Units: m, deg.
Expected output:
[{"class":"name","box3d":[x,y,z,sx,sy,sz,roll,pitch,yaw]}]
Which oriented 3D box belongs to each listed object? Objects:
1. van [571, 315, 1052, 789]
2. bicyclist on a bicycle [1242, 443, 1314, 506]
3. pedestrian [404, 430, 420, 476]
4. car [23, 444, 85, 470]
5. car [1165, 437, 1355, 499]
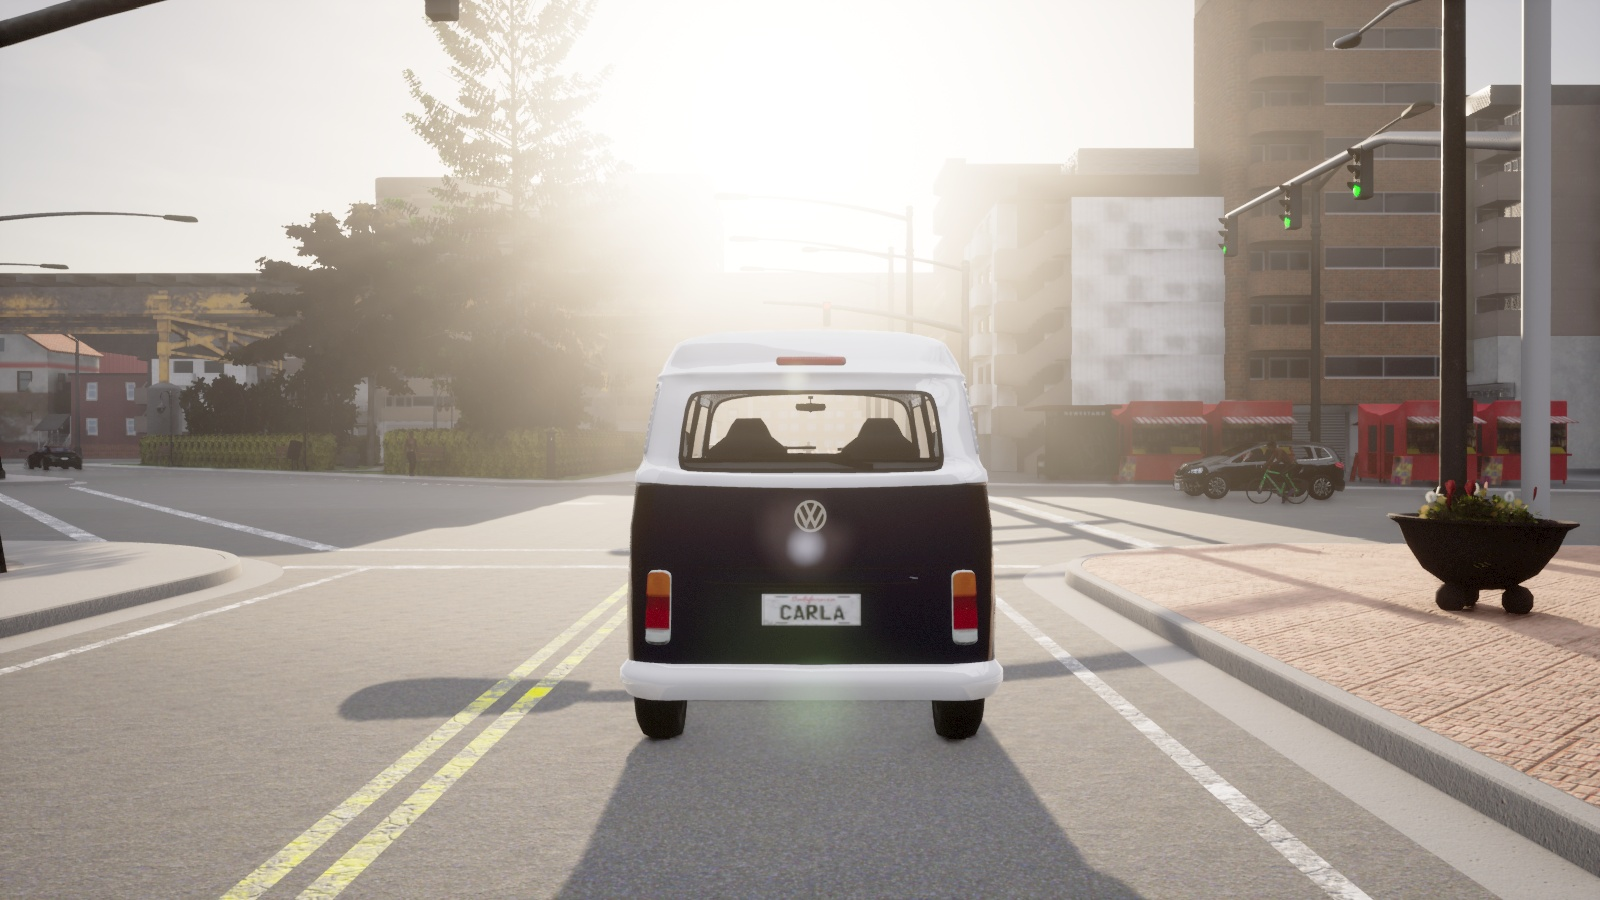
[{"class":"van","box3d":[0.066,0.427,7.651,2.069,2.038,4.480,0,0,0]},{"class":"bicyclist on a bicycle","box3d":[12.392,0.626,32.583,1.656,1.620,0.582,0,0,0]},{"class":"pedestrian","box3d":[-15.382,0.100,49.772,0.328,1.805,0.869,0,0,-36]},{"class":"car","box3d":[-42.380,0.374,71.309,4.181,1.385,1.994,0,0,45]},{"class":"car","box3d":[13.121,0.503,36.080,4.611,1.667,2.242,1,0,0]}]
